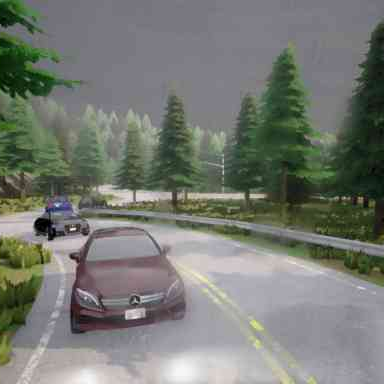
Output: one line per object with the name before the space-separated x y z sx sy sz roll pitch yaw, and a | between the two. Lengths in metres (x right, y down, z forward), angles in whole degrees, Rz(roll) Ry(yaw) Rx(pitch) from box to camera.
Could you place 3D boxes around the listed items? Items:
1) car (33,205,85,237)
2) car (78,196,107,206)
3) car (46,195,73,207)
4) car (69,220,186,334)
car | -7.041 1.664 17.771 1.994 1.385 4.181 -4 2 -38
car | -12.687 1.289 42.816 2.097 1.767 4.553 2 2 13
car | -12.838 1.326 32.229 2.150 2.045 5.566 -1 0 -18
car | -1.516 1.523 7.069 1.812 1.442 4.674 -2 0 -17
